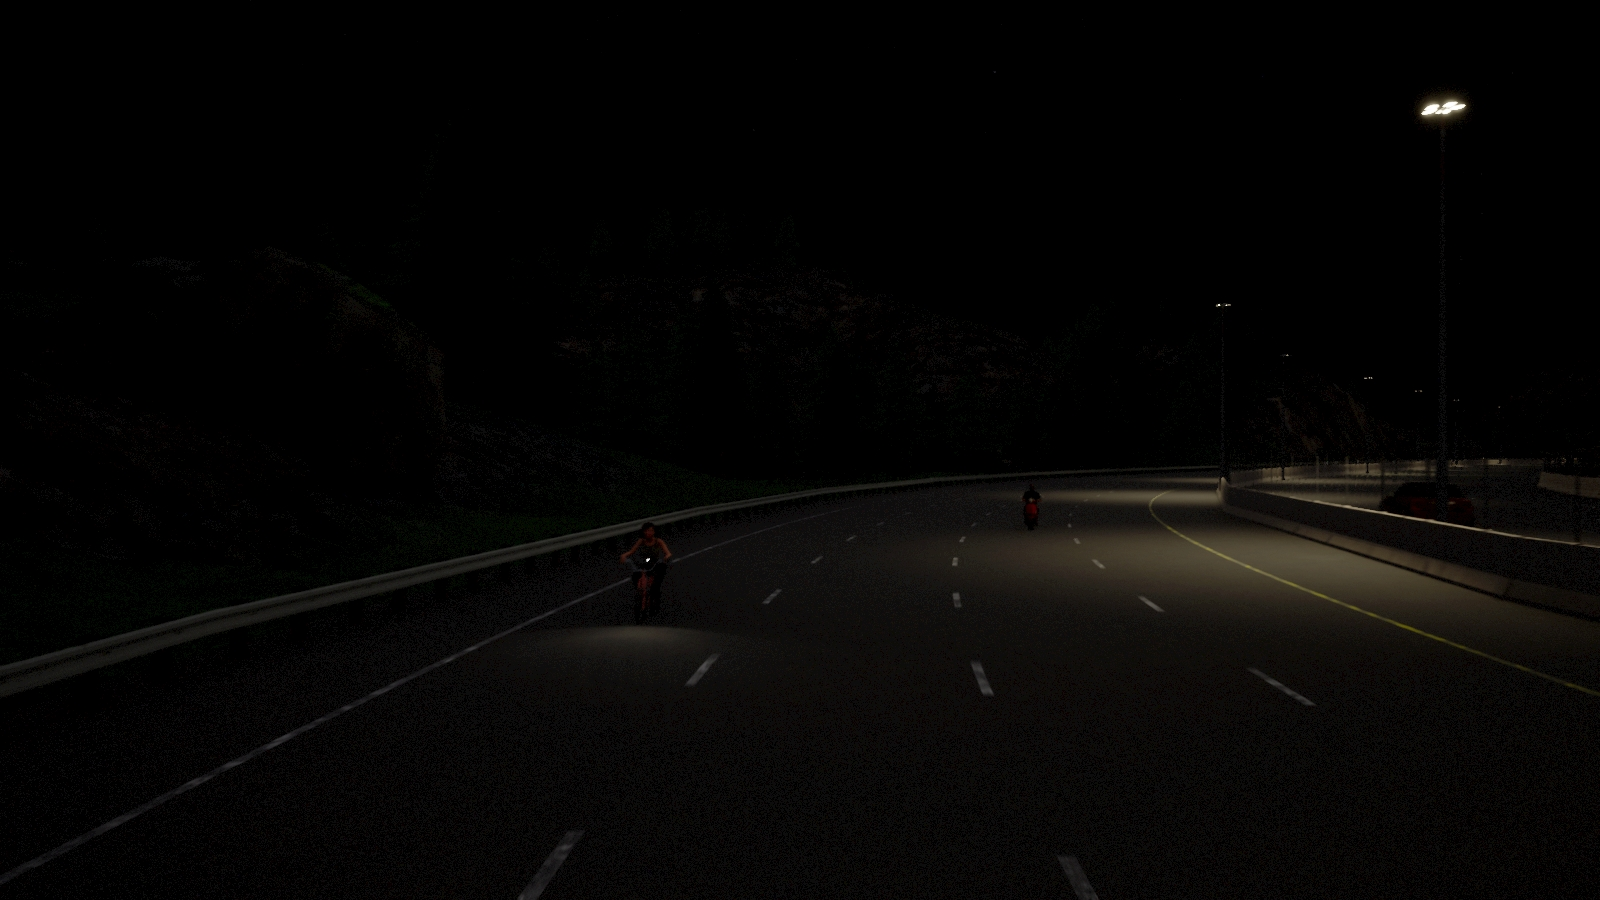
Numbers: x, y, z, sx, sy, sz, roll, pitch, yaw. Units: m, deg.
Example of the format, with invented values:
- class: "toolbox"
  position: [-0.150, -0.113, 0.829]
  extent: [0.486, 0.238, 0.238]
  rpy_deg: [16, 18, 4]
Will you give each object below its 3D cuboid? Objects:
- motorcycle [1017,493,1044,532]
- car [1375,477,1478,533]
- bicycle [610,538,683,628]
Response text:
- class: "motorcycle"
  position: [8.095, 2.190, 40.093]
  extent: [0.856, 1.236, 1.805]
  rpy_deg: [1, 0, 12]
- class: "car"
  position: [22.453, 1.931, 41.147]
  extent: [2.097, 1.767, 4.553]
  rpy_deg: [0, 0, 13]
- class: "bicycle"
  position: [-2.497, 2.145, 18.734]
  extent: [0.859, 1.295, 1.487]
  rpy_deg: [0, 0, 6]
